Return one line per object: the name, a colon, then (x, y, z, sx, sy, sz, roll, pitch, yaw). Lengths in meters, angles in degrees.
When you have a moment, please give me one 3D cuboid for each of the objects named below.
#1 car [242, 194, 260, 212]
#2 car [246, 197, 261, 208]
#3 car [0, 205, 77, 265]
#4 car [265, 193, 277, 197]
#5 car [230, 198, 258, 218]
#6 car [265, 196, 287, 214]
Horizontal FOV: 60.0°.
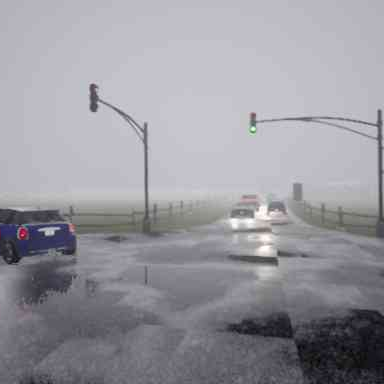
car: (6.770, 1.203, 38.990, 2.150, 2.045, 5.566, -1, 0, 13)
car: (9.162, 1.518, 49.386, 2.033, 1.411, 5.357, -1, 0, 13)
car: (-6.090, 1.301, 11.832, 4.553, 1.767, 2.097, 0, 0, 40)
car: (16.411, 1.141, 68.843, 2.150, 2.045, 5.566, -1, 0, 13)
car: (4.610, 1.556, 29.775, 1.994, 1.385, 4.181, -1, 0, 13)
car: (8.589, 1.454, 34.043, 1.837, 1.490, 4.892, -1, 0, 13)
